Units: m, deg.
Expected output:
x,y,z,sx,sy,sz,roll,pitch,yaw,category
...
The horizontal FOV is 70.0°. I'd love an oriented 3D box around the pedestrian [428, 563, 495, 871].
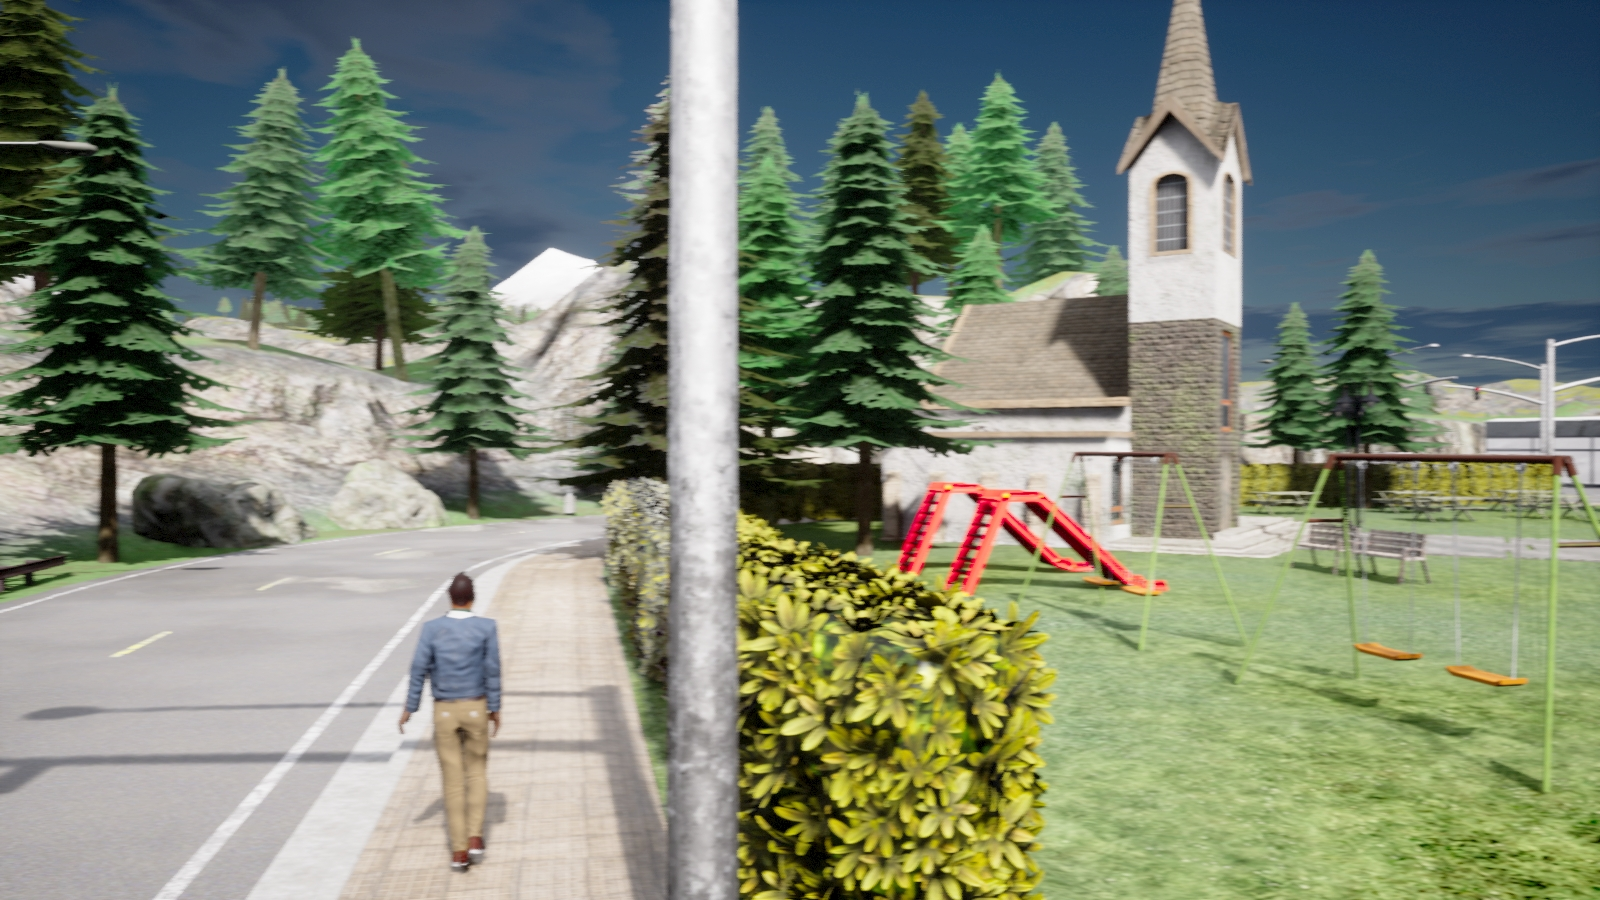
x,y,z,sx,sy,sz,roll,pitch,yaw,category
-2.151,1.671,7.279,0.375,1.860,0.375,0,0,-11,pedestrian
